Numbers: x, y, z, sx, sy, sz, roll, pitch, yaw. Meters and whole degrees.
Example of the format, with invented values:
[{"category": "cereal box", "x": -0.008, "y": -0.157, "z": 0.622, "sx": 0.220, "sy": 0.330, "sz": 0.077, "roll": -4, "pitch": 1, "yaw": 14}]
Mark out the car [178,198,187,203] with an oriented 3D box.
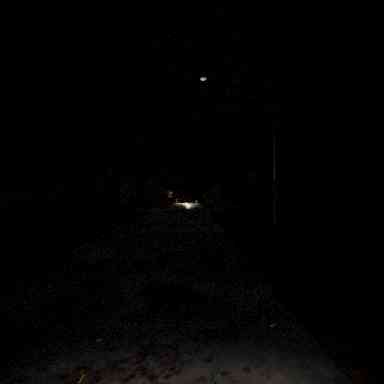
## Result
[{"category": "car", "x": -2.739, "y": 2.303, "z": 87.806, "sx": 1.994, "sy": 1.385, "sz": 4.181, "roll": 0, "pitch": -1, "yaw": 0}]
